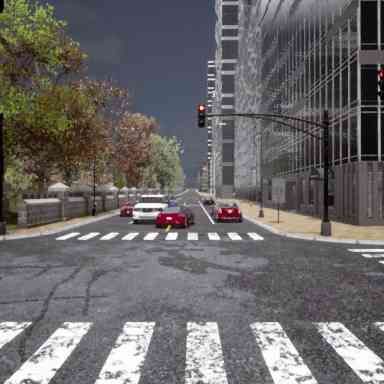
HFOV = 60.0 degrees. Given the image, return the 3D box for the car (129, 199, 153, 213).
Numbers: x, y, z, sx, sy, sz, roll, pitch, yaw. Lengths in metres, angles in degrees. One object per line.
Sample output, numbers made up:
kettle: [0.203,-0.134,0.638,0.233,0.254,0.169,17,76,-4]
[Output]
car: [-5.619,1.553,37.335,2.008,1.369,4.403,0,0,0]

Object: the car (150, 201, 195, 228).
car: [-1.028,1.565,22.162,1.994,1.385,4.181,0,0,10]

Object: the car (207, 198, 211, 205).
car: [2.751,1.568,31.639,1.947,1.339,4.313,0,0,0]

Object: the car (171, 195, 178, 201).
car: [-3.003,1.354,45.800,2.097,1.767,4.553,0,0,0]

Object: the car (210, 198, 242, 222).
car: [2.740,1.442,25.958,1.967,1.590,4.097,0,0,0]

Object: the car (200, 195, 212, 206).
car: [2.794,1.564,54.363,1.947,1.339,4.313,0,0,0]

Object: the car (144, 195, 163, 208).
car: [-5.597,1.316,48.701,2.192,1.841,5.009,0,0,0]

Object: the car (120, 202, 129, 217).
car: [-5.630,1.547,31.652,1.887,1.381,4.507,0,0,0]

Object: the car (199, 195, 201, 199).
car: [2.806,1.434,60.044,1.967,1.590,4.097,0,0,0]

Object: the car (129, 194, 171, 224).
car: [-3.055,1.223,25.436,2.150,2.045,5.566,0,0,0]

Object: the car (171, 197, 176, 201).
car: [-3.031,1.528,35.590,1.812,1.442,4.674,0,0,0]

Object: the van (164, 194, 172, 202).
van: [-5.542,1.313,77.117,1.690,1.788,3.998,0,0,0]

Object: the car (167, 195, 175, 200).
car: [-5.521,1.531,88.483,1.802,1.307,4.206,0,0,0]

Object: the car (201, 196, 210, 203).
car: [2.828,1.506,71.580,1.752,1.417,4.829,0,0,0]
